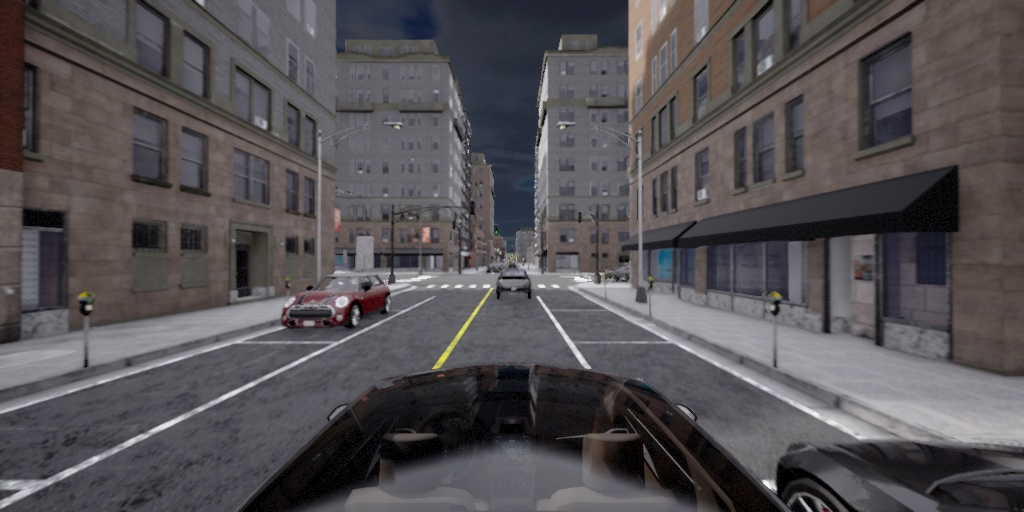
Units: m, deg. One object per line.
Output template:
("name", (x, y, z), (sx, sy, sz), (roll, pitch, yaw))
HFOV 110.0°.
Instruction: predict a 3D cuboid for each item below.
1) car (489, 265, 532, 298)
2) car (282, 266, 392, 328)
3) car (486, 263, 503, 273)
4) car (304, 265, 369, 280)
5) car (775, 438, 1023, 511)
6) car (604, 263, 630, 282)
("car", (0.099, 1.423, 19.876), (2.128, 1.511, 4.902), (0, 0, 0))
("car", (-5.388, 1.286, 11.508), (1.967, 1.591, 4.097), (0, 0, 0))
("car", (-2.847, 1.864, 54.686), (2.033, 1.411, 5.357), (0, -1, 1))
("car", (-17.009, 1.584, 34.926), (5.357, 1.411, 2.033), (0, -1, 0))
("car", (2.637, 1.305, 0.598), (1.948, 1.339, 4.313), (0, 0, 0))
("car", (11.023, 1.593, 31.851), (4.902, 1.511, 2.128), (0, -1, -1))
